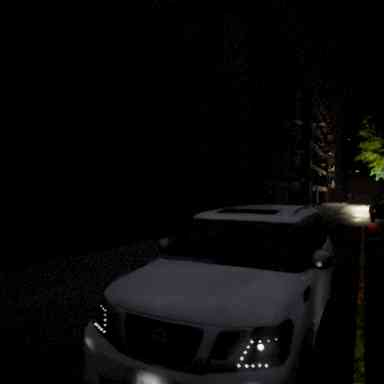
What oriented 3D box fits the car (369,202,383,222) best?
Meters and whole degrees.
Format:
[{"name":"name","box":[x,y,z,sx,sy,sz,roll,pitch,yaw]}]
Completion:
[{"name":"car","box":[16.794,1.654,29.089,2.097,1.767,4.553,0,-1,27]}]

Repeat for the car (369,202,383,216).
[{"name":"car","box":[21.581,1.961,38.343,1.994,1.385,4.181,0,0,27]}]

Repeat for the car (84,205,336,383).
[{"name":"car","box":[0.938,1.261,5.183,2.150,2.045,5.566,0,0,27]}]
